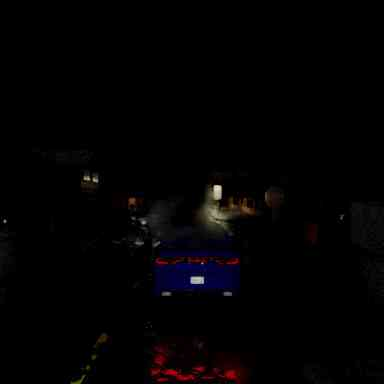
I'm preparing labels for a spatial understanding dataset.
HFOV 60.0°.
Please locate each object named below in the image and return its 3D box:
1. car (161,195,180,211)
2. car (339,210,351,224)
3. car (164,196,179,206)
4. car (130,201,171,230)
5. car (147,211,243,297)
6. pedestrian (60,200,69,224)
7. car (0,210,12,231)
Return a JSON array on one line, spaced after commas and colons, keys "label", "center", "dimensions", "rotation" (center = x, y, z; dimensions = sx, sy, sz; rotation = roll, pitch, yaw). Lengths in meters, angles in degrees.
[{"label": "car", "center": [-2.805, 1.488, 37.354], "dimensions": [2.097, 1.767, 4.553], "rotation": [0, 0, 0]}, {"label": "car", "center": [12.277, 1.413, 21.863], "dimensions": [4.902, 1.511, 2.128], "rotation": [-1, -2, 1]}, {"label": "car", "center": [-4.257, 1.809, 67.787], "dimensions": [2.097, 1.767, 4.553], "rotation": [1, -1, -15]}, {"label": "car", "center": [-2.844, 1.573, 22.013], "dimensions": [2.128, 1.511, 4.902], "rotation": [-1, -1, 0]}, {"label": "car", "center": [0.105, 1.492, 8.651], "dimensions": [1.882, 1.535, 5.008], "rotation": [0, 0, 0]}, {"label": "pedestrian", "center": [-9.641, 1.453, 25.094], "dimensions": [0.375, 1.860, 0.375], "rotation": [0, -1, 1]}, {"label": "car", "center": [-13.528, 1.375, 19.273], "dimensions": [5.566, 2.045, 2.150], "rotation": [-1, -2, 1]}]
